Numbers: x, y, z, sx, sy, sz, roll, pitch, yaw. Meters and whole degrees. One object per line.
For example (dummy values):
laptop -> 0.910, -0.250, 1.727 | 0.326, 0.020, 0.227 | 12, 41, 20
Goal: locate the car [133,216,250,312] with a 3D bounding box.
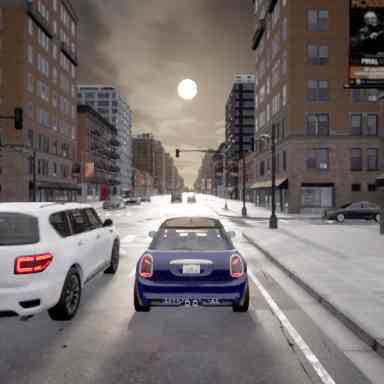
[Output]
car -> -0.002, 1.350, 7.864 | 2.097, 1.767, 4.553 | 0, 0, 0

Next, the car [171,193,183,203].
car -> -3.254, 1.193, 69.992 | 2.150, 2.045, 5.566 | 0, 0, 0

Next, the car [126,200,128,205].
car -> -9.906, 1.339, 42.280 | 2.097, 1.767, 4.553 | 0, 0, 0

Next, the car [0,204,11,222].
car -> -16.699, 1.600, 25.369 | 4.718, 1.301, 1.895 | 0, 0, -10

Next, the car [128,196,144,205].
car -> -9.908, 1.580, 56.289 | 1.895, 1.301, 4.718 | 0, 0, 0

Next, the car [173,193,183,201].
car -> -3.354, 1.191, 80.382 | 2.150, 2.045, 5.566 | 0, 0, 0

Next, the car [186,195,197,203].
car -> -0.090, 1.464, 69.248 | 2.128, 1.511, 4.902 | 0, 0, 0

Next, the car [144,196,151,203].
car -> -9.842, 1.523, 70.905 | 1.994, 1.385, 4.181 | 0, 0, 0

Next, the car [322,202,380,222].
car -> 12.688, 1.539, 25.901 | 4.892, 1.490, 1.837 | 0, 0, 2

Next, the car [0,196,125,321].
car -> -3.158, 1.221, 7.406 | 2.150, 2.045, 5.566 | 0, 0, 0
